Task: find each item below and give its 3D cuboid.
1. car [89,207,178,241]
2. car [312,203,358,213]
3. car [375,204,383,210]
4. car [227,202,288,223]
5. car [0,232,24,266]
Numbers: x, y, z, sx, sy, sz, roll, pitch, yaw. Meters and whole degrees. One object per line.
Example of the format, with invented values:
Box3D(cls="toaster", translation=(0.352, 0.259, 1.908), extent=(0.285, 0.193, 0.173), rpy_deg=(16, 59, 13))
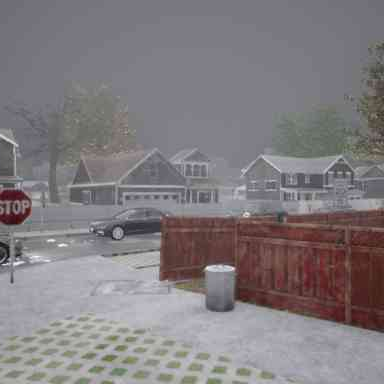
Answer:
Box3D(cls="car", translation=(-2.872, 1.588, 17.423), extent=(4.892, 1.490, 1.837), rpy_deg=(0, 0, -37))
Box3D(cls="car", translation=(12.057, 1.678, 27.935), extent=(4.892, 1.490, 1.837), rpy_deg=(0, 0, -33))
Box3D(cls="car", translation=(20.361, 1.573, 33.265), extent=(4.553, 1.767, 2.097), rpy_deg=(0, 0, -32))
Box3D(cls="car", translation=(4.534, 1.481, 22.791), extent=(4.553, 1.767, 2.097), rpy_deg=(0, 0, -35))
Box3D(cls="car", translation=(-7.509, 1.591, 10.159), extent=(4.181, 1.385, 1.994), rpy_deg=(0, -1, -38))
